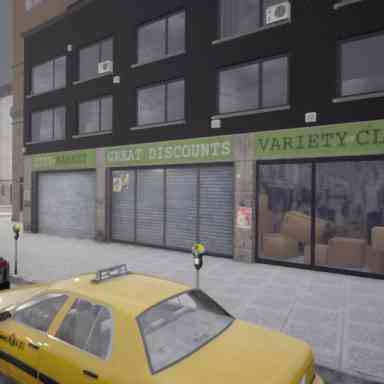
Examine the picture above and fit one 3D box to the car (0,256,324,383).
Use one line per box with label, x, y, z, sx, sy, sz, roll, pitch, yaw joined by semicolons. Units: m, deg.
car;-1.100;1.524;3.862;4.829;1.417;1.752;0;1;35
